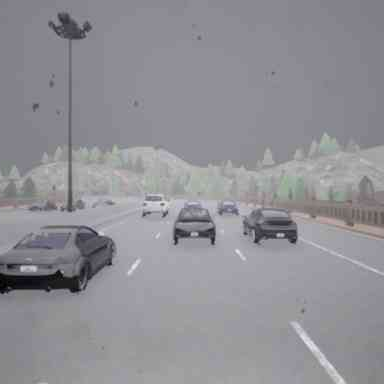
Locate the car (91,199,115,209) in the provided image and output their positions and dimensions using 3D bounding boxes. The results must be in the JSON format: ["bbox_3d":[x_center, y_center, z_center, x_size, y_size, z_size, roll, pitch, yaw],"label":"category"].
[{"bbox_3d":[-10.581,1.556,39.793,2.128,1.511,4.902,0,0,0],"label":"car"}]

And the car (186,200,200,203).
[{"bbox_3d":[0.092,1.573,33.896,1.812,1.442,4.674,0,0,0],"label":"car"}]

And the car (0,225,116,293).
[{"bbox_3d":[-3.398,1.570,8.928,1.994,1.385,4.181,0,0,0],"label":"car"}]

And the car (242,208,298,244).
[{"bbox_3d":[3.603,1.518,15.980,1.837,1.490,4.892,0,0,0],"label":"car"}]

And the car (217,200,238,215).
[{"bbox_3d":[3.592,1.573,34.032,1.812,1.442,4.674,0,0,0],"label":"car"}]

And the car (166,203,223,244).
[{"bbox_3d":[0.103,1.504,15.886,2.128,1.511,4.902,0,0,0],"label":"car"}]

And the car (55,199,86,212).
[{"bbox_3d":[-14.081,1.569,39.545,1.837,1.490,4.892,0,0,0],"label":"car"}]

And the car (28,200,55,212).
[{"bbox_3d":[-17.580,1.628,39.332,1.994,1.385,4.181,0,0,0],"label":"car"}]

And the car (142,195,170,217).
[{"bbox_3d":[-3.396,1.263,31.961,2.150,2.045,5.566,0,0,0],"label":"car"}]
